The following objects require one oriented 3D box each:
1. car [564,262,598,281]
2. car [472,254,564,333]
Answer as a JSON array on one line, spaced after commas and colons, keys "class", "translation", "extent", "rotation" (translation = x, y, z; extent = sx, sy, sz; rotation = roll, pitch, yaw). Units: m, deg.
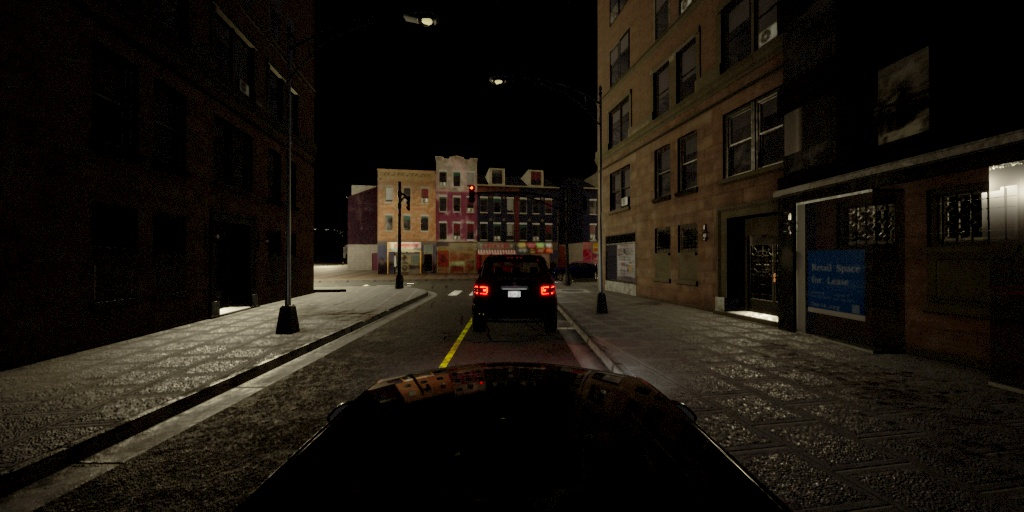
[{"class": "car", "translation": [5.209, 1.223, 29.287], "extent": [5.008, 1.535, 1.882], "rotation": [0, 0, -10]}, {"class": "car", "translation": [0.096, 0.972, 10.940], "extent": [2.150, 2.045, 5.566], "rotation": [0, 0, 1]}]
